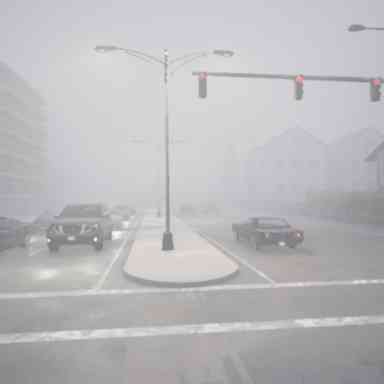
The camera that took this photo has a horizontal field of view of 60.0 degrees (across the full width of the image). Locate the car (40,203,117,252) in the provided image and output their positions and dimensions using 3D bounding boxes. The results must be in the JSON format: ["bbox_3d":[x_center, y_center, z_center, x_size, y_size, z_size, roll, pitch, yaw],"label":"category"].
[{"bbox_3d":[-5.138,1.548,15.999,2.150,2.045,5.566,-1,-1,-7],"label":"car"}]

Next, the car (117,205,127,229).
[{"bbox_3d":[-6.306,2.022,25.690,1.812,1.442,4.674,-1,-1,-7],"label":"car"}]

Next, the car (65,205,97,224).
[{"bbox_3d":[-10.634,2.132,32.237,1.882,1.535,5.008,-1,-1,-7],"label":"car"}]

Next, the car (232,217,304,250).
[{"bbox_3d":[3.309,1.817,15.550,1.895,1.301,4.718,-1,-1,-8],"label":"car"}]

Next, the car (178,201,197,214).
[{"bbox_3d":[-0.790,2.309,47.826,1.812,1.442,4.674,-1,-1,-6],"label":"car"}]

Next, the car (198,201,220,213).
[{"bbox_3d":[2.638,2.100,48.217,2.097,1.767,4.553,-1,-1,-7],"label":"car"}]

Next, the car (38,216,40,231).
[{"bbox_3d":[-9.507,2.017,22.966,1.812,1.442,4.674,-1,-1,-7],"label":"car"}]

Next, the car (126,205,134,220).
[{"bbox_3d":[-7.423,2.162,34.859,1.837,1.490,4.892,-1,-1,-7],"label":"car"}]

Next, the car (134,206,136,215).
[{"bbox_3d":[-8.591,2.394,44.799,1.994,1.385,4.181,-1,-1,-6],"label":"car"}]

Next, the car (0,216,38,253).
[{"bbox_3d":[-8.439,1.812,13.968,1.882,1.535,5.008,-1,-1,-7],"label":"car"}]

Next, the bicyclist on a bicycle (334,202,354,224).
[{"bbox_3d":[11.381,1.568,24.905,1.656,1.620,0.582,-1,-1,-7],"label":"bicyclist on a bicycle"}]

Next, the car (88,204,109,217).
[{"bbox_3d":[-11.830,2.335,42.322,1.837,1.490,4.892,-1,-1,-7],"label":"car"}]
